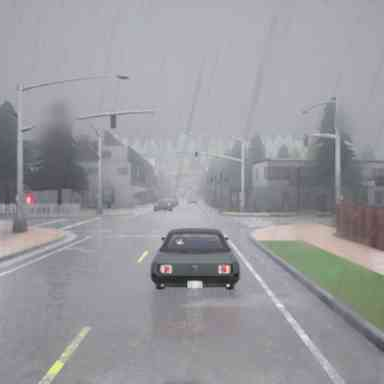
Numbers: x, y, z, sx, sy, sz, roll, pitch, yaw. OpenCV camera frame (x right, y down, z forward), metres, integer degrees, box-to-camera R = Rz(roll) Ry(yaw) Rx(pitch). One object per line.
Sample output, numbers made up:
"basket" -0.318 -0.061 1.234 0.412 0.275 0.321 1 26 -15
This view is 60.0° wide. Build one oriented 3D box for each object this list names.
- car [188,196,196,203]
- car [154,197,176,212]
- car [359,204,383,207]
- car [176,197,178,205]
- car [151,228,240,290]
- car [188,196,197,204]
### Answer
"car" 0.088 1.782 81.362 1.882 1.535 5.008 0 0 0
"car" -3.553 1.509 41.883 2.097 1.767 4.553 0 0 0
"car" 15.330 1.691 29.144 4.718 1.301 1.895 0 0 -8
"car" -3.538 1.720 52.117 1.812 1.442 4.674 0 0 0
"car" 0.083 1.635 9.109 1.895 1.301 4.718 0 0 0
"car" 0.080 1.862 71.325 1.895 1.301 4.718 0 0 0
